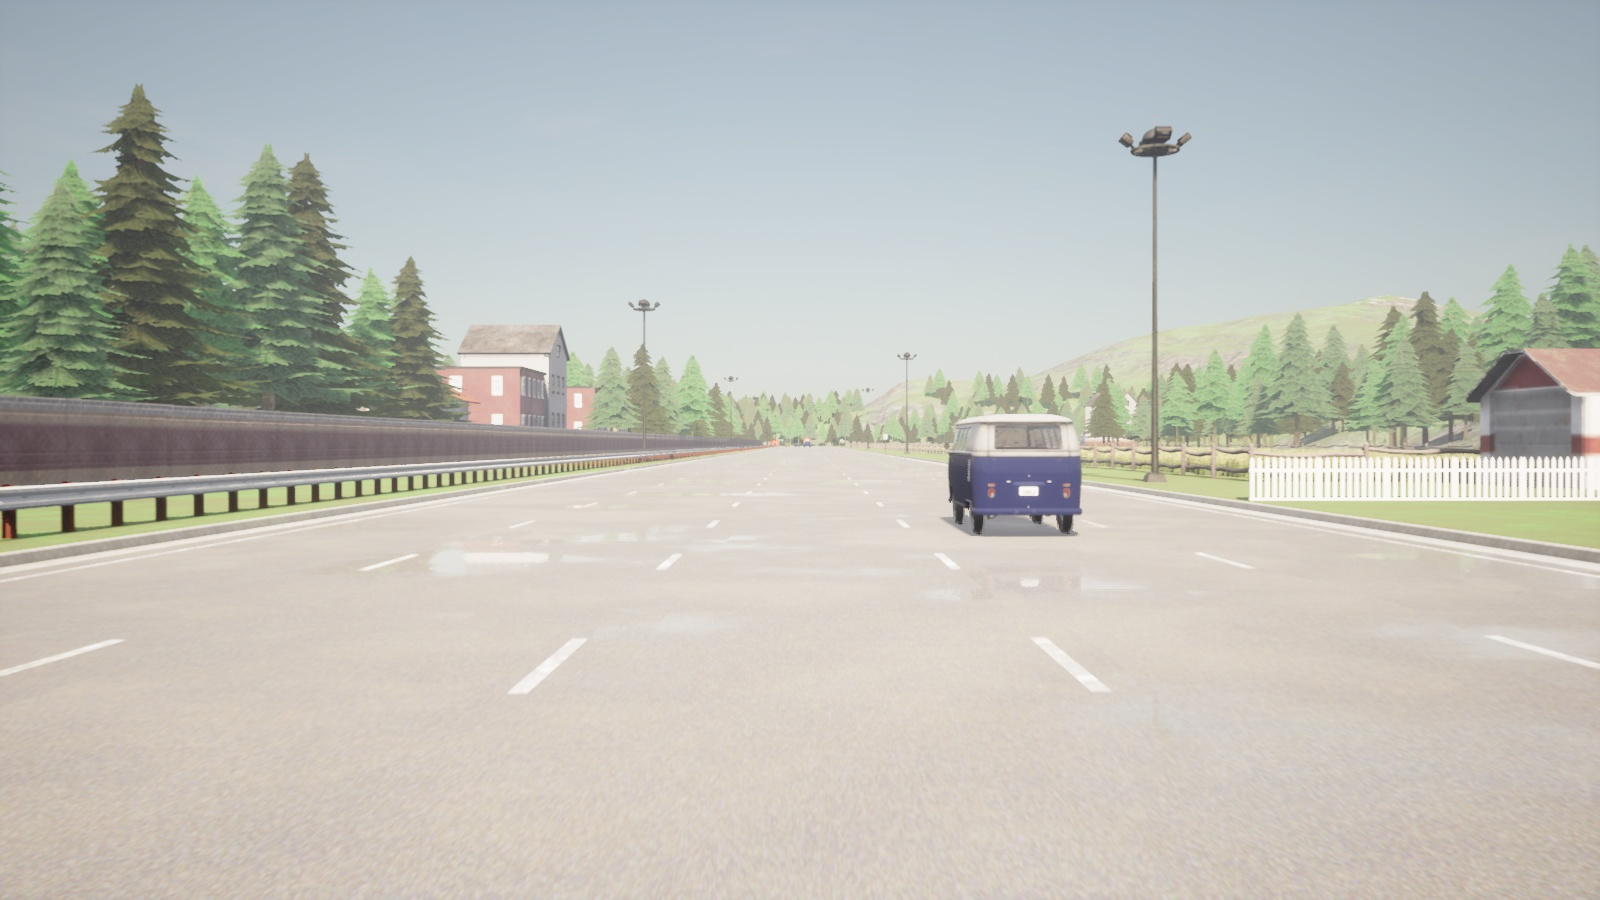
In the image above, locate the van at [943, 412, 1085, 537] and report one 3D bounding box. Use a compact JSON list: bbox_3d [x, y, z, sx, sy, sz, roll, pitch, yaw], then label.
[{"bbox_3d":[3.644,0.378,22.134,1.775,1.987,4.442,0,0,0],"label":"van"}]
